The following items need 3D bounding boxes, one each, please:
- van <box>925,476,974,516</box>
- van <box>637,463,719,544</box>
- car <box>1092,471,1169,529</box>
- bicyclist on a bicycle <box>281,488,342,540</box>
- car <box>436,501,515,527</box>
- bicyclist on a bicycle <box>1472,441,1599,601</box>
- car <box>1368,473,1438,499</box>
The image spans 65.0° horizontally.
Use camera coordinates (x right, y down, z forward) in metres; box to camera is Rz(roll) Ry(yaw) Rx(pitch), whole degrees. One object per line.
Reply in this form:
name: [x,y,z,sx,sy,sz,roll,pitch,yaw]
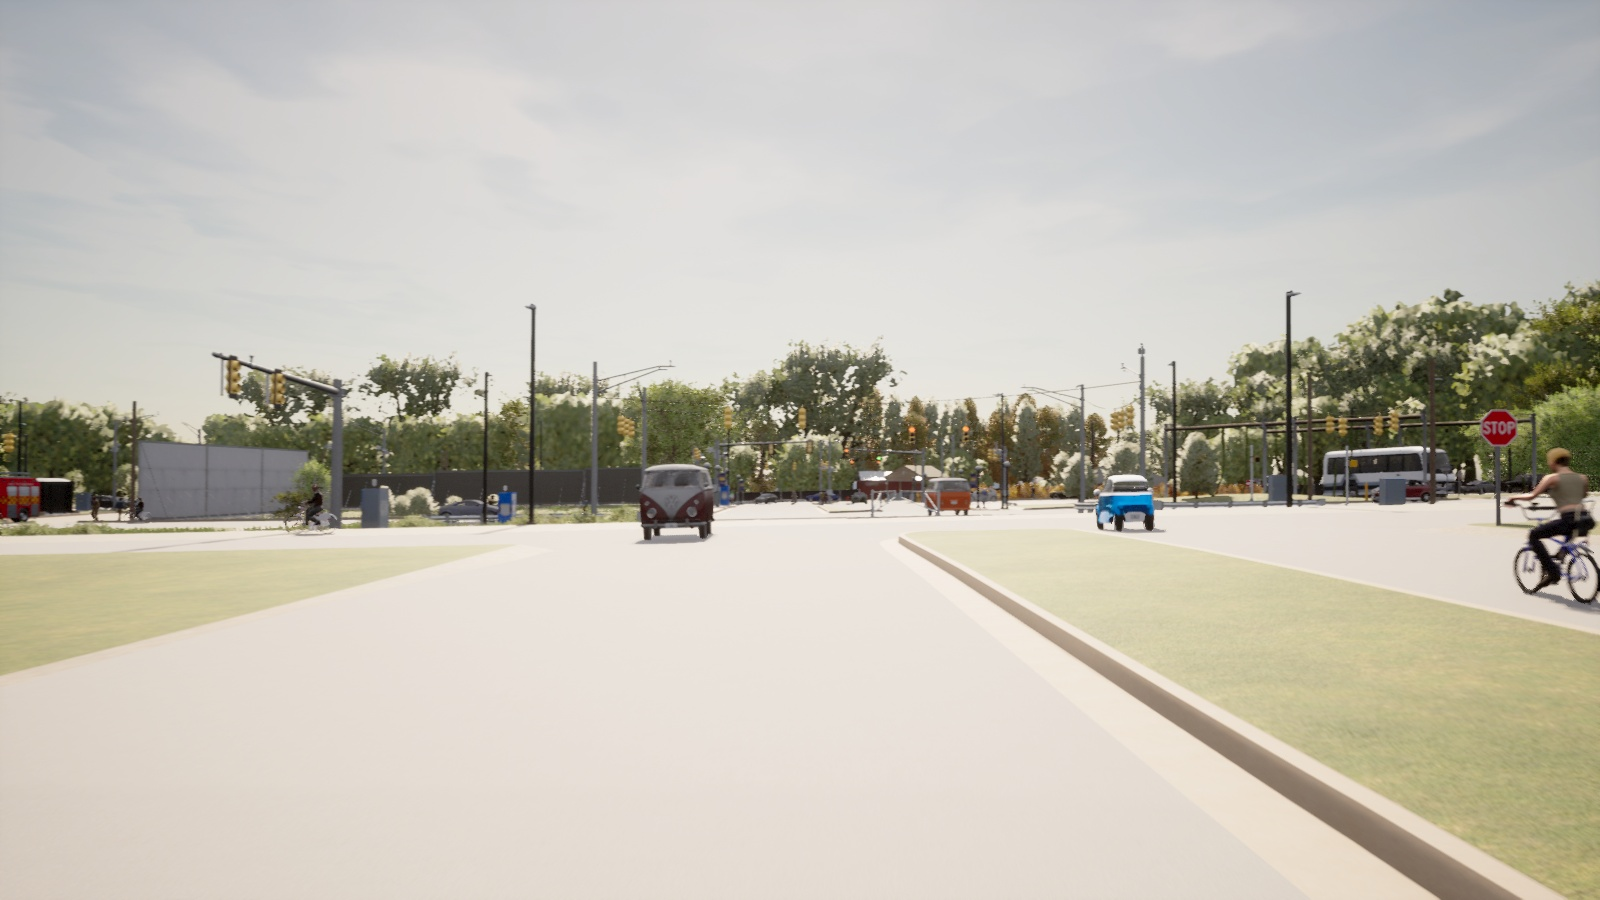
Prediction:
van: [7.721,2.364,65.125,1.775,1.987,4.442,-1,-1,-3]
van: [-3.246,1.418,34.161,1.775,1.987,4.442,-2,-1,-1]
car: [8.233,1.237,31.417,1.481,1.376,2.207,-2,-2,6]
bicyclist on a bicycle: [-17.174,2.238,44.175,1.843,1.776,0.659,-2,-1,0]
car: [-19.418,3.815,75.214,4.181,1.385,1.994,-1,-1,0]
bicyclist on a bicycle: [8.058,0.722,13.454,0.866,1.612,1.509,-1,-1,0]
car: [39.622,2.383,82.593,3.705,1.549,1.789,-2,-1,-1]
